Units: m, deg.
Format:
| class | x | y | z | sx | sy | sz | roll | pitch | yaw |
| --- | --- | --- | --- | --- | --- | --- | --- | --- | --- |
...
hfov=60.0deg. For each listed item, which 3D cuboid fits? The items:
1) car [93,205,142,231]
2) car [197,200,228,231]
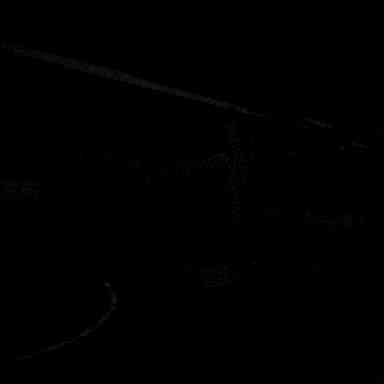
| class | x | y | z | sx | sy | sz | roll | pitch | yaw |
| --- | --- | --- | --- | --- | --- | --- | --- | --- | --- |
| car | -5.137 | 1.672 | 22.711 | 2.242 | 1.667 | 4.611 | 0 | 0 | -33 |
| car | 1.973 | 1.505 | 22.145 | 1.905 | 1.878 | 3.866 | 0 | 0 | -33 |
